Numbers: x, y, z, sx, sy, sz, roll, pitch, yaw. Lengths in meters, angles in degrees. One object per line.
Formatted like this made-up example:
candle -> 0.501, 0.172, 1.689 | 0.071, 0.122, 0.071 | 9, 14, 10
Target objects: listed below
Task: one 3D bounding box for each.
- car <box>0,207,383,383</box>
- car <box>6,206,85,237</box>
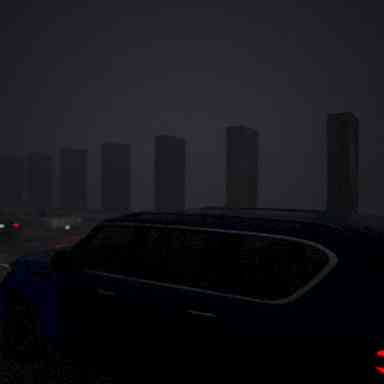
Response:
car -> -0.171, 1.213, 4.115 | 5.566, 2.045, 2.150 | 0, 0, 35
car -> -8.237, 1.534, 18.539 | 4.718, 1.301, 1.895 | 0, 0, 36
